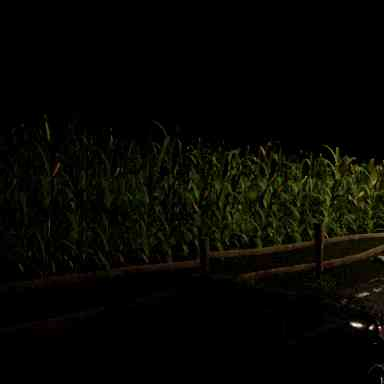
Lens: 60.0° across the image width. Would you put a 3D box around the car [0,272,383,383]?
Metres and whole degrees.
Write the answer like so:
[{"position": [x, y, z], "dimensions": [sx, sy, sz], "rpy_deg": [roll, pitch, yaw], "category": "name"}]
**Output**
[{"position": [0.050, 1.564, 3.100], "dimensions": [4.181, 1.385, 1.994], "rpy_deg": [0, 0, -35], "category": "car"}]
